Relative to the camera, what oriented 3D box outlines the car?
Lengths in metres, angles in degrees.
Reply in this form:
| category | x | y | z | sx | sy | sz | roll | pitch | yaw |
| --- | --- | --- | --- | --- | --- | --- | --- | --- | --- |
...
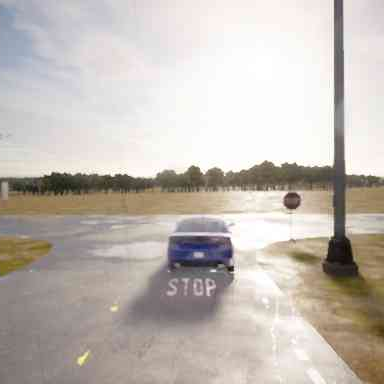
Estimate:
| category | x | y | z | sx | sy | sz | roll | pitch | yaw |
| --- | --- | --- | --- | --- | --- | --- | --- | --- | --- |
| car | 0.420 | 1.460 | 11.023 | 1.882 | 1.535 | 5.008 | 0 | 0 | 6 |
